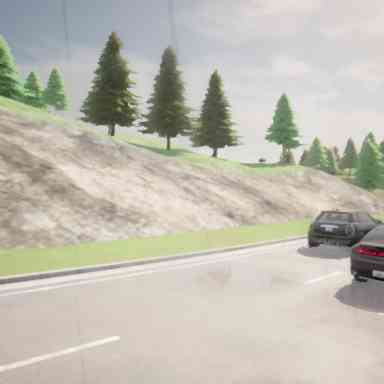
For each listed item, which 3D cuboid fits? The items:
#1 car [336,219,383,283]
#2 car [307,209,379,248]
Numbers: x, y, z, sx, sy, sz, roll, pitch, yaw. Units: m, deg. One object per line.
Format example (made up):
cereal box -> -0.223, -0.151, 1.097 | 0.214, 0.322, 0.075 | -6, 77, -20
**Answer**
car -> 6.015, 1.641, 9.031 | 4.892, 1.490, 1.837 | 2, -1, -42
car -> 7.063, 1.550, 14.782 | 4.553, 1.767, 2.097 | 1, -1, -43
